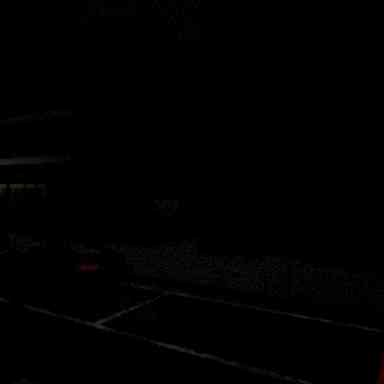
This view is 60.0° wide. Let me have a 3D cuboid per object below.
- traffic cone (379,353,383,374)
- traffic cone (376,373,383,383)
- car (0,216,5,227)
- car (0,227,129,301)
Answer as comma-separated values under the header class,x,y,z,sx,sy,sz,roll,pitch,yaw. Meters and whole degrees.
class,x,y,z,sx,sy,sz,roll,pitch,yaw
traffic cone,2.305,2.114,3.925,0.340,0.580,0.340,0,-2,29
traffic cone,1.816,2.082,3.053,0.340,0.580,0.340,0,-2,29
car,-8.320,1.444,11.198,5.009,1.841,2.192,0,-2,29
car,-3.526,1.739,8.502,4.206,1.307,1.802,0,-2,29
